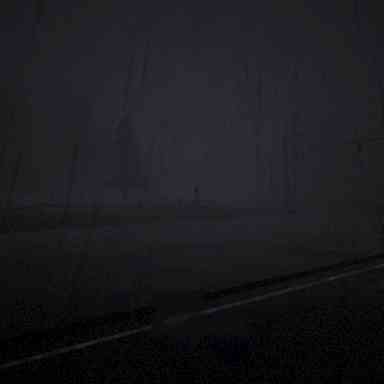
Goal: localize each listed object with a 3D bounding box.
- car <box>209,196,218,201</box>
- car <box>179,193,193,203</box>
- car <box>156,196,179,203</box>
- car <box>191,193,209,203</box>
[{"bbox_3d":[3.372,1.483,71.952,2.033,1.411,5.357,0,0,-35],"label":"car"},{"bbox_3d":[-2.395,1.477,67.975,1.812,1.442,4.674,0,0,-35],"label":"car"},{"bbox_3d":[-5.301,1.455,65.996,2.128,1.511,4.902,0,0,-34],"label":"car"},{"bbox_3d":[0.511,1.173,69.934,2.150,2.045,5.566,0,0,-35],"label":"car"}]
